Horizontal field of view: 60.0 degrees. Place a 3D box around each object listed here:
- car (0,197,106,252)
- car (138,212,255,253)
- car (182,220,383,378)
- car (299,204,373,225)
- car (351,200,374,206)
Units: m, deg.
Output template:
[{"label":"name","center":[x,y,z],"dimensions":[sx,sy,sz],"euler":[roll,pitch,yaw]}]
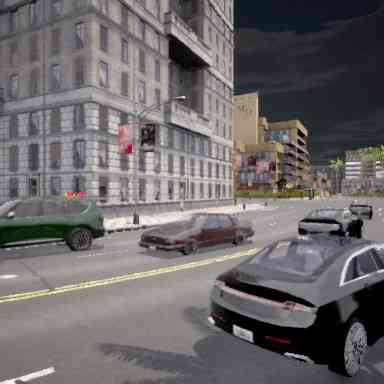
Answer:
[{"label":"car","center":[-5.976,1.214,12.249],"dimensions":[5.566,2.045,2.150],"euler":[0,0,-40]},{"label":"car","center":[0.456,1.543,13.443],"dimensions":[2.033,1.411,5.357],"euler":[0,0,43]},{"label":"car","center":[2.437,1.491,5.615],"dimensions":[4.902,1.511,2.128],"euler":[0,0,-41]},{"label":"car","center":[6.330,1.488,14.901],"dimensions":[2.128,1.511,4.902],"euler":[0,0,38]},{"label":"car","center":[14.949,1.488,29.518],"dimensions":[2.128,1.511,4.902],"euler":[0,0,28]}]
